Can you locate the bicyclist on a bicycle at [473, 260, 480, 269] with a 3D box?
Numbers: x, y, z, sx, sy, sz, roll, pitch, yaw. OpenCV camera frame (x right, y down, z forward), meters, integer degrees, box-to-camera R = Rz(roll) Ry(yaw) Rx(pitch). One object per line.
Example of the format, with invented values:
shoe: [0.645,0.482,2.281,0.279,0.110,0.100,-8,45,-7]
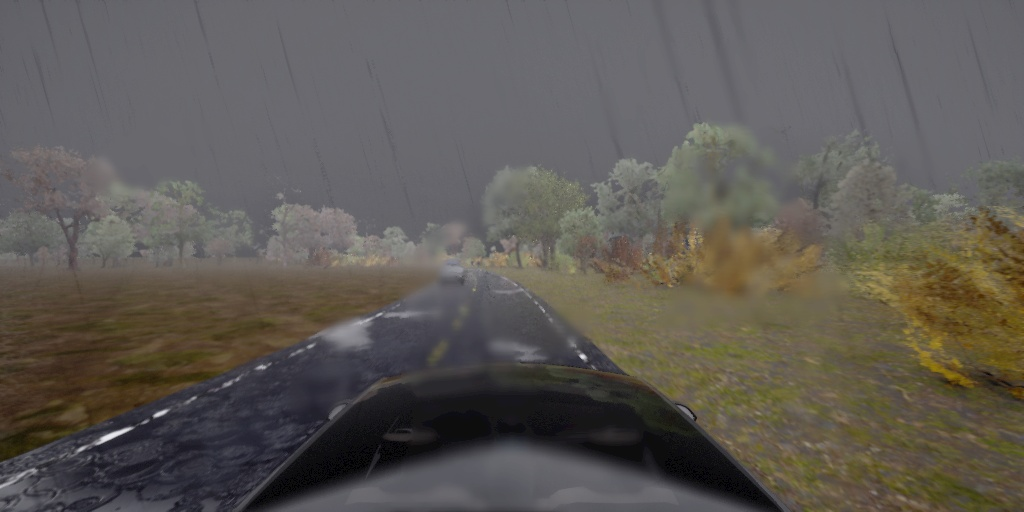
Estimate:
bicyclist on a bicycle: [-5.903,1.608,62.917,0.659,1.776,1.843,0,0,-12]

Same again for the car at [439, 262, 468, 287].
car: [-4.322,1.439,26.753,1.882,1.535,5.008,0,0,-5]
